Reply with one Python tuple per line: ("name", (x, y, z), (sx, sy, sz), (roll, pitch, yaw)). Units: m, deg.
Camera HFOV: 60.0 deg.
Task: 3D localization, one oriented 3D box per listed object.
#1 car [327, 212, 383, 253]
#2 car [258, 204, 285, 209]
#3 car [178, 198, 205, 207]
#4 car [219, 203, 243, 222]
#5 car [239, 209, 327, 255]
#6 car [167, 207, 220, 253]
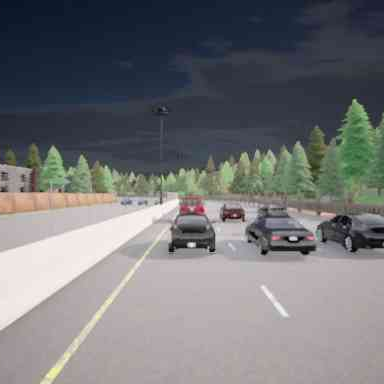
("car", (6.995, 1.643, 14.315), (1.837, 1.490, 4.892), (0, 0, 0))
("car", (6.988, 1.768, 29.298), (2.128, 1.511, 4.902), (0, 0, 0))
("car", (-0.015, 1.489, 29.016), (2.150, 2.045, 5.566), (0, 0, 0))
("car", (3.489, 1.755, 29.470), (1.882, 1.535, 5.008), (0, 0, 0))
("car", (3.493, 1.680, 13.988), (2.033, 1.411, 5.357), (0, -1, 0))
("car", (-0.005, 1.643, 14.299), (1.837, 1.490, 4.892), (0, 0, 0))
